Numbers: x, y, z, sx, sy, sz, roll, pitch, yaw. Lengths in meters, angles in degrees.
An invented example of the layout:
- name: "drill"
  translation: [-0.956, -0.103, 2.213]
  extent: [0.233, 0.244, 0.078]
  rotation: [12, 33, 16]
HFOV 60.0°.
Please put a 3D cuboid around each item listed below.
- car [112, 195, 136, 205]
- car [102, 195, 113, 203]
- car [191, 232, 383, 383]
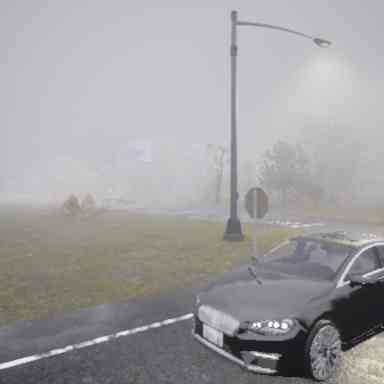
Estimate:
- name: "car"
  translation: [-11.280, 1.421, 56.101]
  extent: [1.895, 1.301, 4.718]
  rotation: [0, 0, -33]
- name: "car"
  translation: [-15.120, 1.332, 61.775]
  extent: [1.812, 1.442, 4.674]
  rotation: [0, 0, -34]
- name: "car"
  translation: [2.249, 1.476, 5.484]
  extent: [4.902, 1.511, 2.128]
  rotation: [0, 0, -35]
